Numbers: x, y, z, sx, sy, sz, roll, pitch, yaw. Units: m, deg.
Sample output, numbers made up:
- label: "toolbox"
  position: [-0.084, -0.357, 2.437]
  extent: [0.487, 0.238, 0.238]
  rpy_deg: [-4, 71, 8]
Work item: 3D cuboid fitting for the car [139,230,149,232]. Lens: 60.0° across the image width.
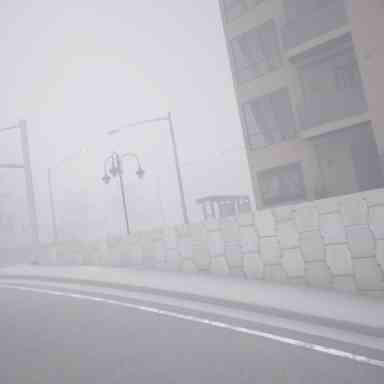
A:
- label: "car"
  position: [-4.631, 4.723, 35.731]
  extent: [1.895, 1.301, 4.718]
  rpy_deg: [-14, -8, 35]
